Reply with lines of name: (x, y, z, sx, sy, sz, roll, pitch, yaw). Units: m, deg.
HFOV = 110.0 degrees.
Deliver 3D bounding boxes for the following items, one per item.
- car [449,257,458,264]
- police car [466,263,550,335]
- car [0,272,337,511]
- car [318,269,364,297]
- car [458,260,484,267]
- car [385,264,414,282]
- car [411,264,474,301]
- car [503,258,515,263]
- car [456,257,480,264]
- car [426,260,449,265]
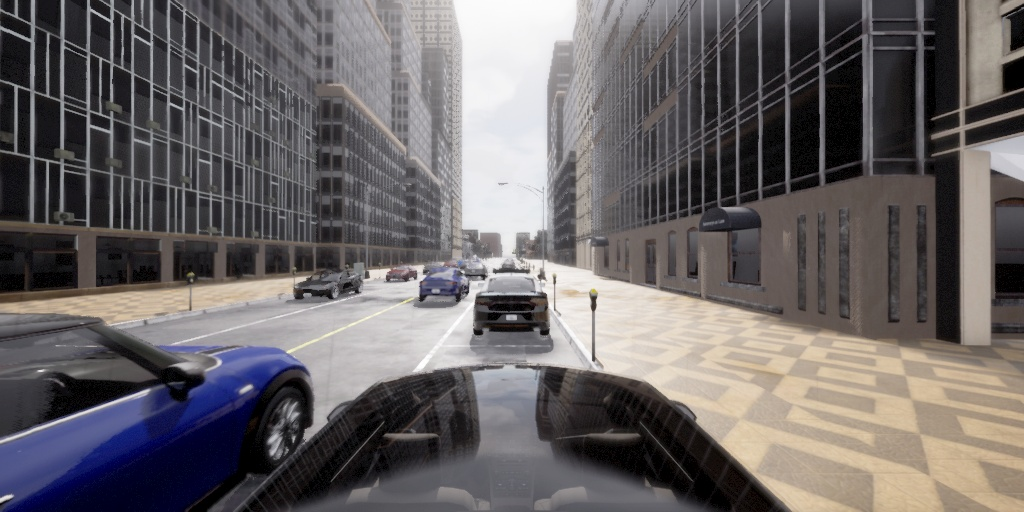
car: (-8.836, 1.273, 51.803, 1.888, 1.381, 4.507, 0, 0, 0)
police car: (-0.012, 1.174, 10.609, 1.930, 1.638, 5.238, 0, 0, 0)
car: (-3.146, 1.101, 1.949, 2.097, 1.767, 4.553, 0, 0, 0)
car: (-8.836, 1.313, 17.650, 1.948, 1.339, 4.313, 0, 0, 0)
car: (-3.144, 1.288, 31.782, 2.033, 1.411, 5.357, 0, 0, 0)
car: (-8.835, 1.324, 29.033, 1.802, 1.307, 4.207, 0, 0, 0)
car: (-3.140, 1.273, 17.161, 1.812, 1.442, 4.674, 0, 0, 0)
car: (-0.455, 1.298, 46.099, 1.948, 1.339, 4.313, 0, 0, 0)
car: (-6.147, 1.276, 50.543, 2.033, 1.411, 5.357, 0, 0, 0)
car: (-8.836, 1.286, 40.419, 2.007, 1.370, 4.403, 0, 0, 0)
